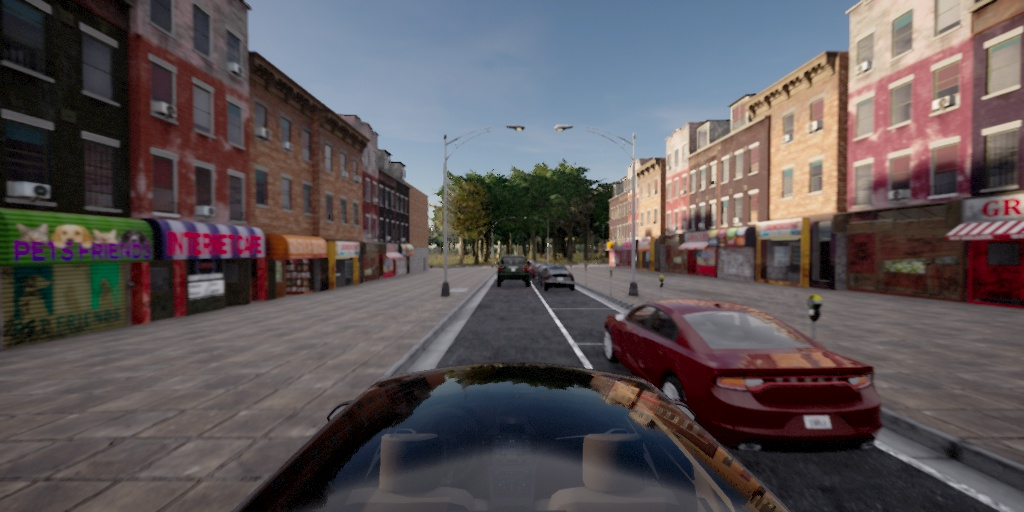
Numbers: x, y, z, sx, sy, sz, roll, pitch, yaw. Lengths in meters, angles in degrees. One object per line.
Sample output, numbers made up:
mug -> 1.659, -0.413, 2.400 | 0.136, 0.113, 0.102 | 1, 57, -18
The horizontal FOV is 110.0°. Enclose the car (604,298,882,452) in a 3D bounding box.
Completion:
car -> 2.638, 1.288, 5.316 | 1.888, 1.381, 4.507 | 0, 0, 0

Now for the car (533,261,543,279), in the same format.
car -> 2.638, 1.262, 26.941 | 2.007, 1.370, 4.403 | 0, 0, 0

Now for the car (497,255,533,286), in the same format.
car -> 0.098, 0.936, 24.968 | 2.150, 2.045, 5.566 | 0, 0, 0

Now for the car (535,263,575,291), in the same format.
car -> 2.638, 1.283, 21.535 | 1.948, 1.339, 4.313 | 0, 0, 0
